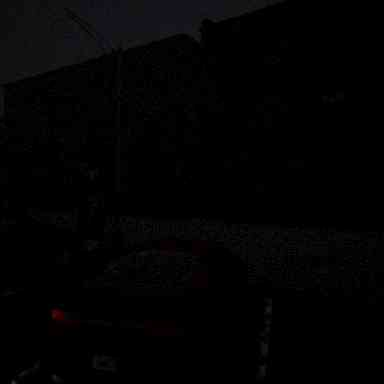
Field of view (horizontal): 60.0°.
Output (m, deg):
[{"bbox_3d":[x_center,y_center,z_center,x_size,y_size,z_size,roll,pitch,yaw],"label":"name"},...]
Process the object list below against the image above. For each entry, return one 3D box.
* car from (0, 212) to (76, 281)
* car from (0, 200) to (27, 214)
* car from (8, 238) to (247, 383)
[{"bbox_3d":[-5.150,1.538,8.987,2.097,1.535,5.008,0,-1,14],"label":"car"},{"bbox_3d":[-7.654,1.304,10.657,2.435,2.045,5.566,0,-1,14],"label":"car"},{"bbox_3d":[-0.195,1.501,5.536,2.097,1.535,5.008,0,-1,15],"label":"car"}]
